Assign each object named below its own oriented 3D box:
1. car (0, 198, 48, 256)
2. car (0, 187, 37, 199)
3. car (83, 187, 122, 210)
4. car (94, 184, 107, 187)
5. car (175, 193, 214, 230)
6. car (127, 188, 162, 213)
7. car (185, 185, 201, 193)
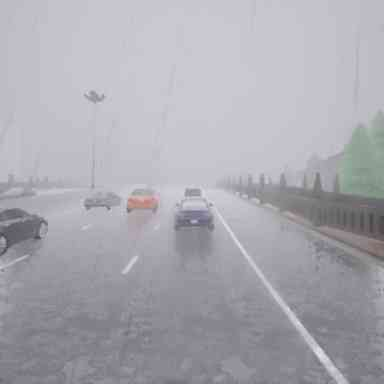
[{"bbox_3d":[-6.899,1.237,11.857,1.837,1.490,4.892,0,3,0],"label":"car"},{"bbox_3d":[-17.571,0.205,33.951,1.812,1.442,4.674,0,3,0],"label":"car"},{"bbox_3d":[-6.951,0.595,26.332,2.033,1.411,5.357,0,3,1],"label":"car"},{"bbox_3d":[-13.996,-0.500,50.467,1.895,1.301,4.718,0,3,-5],"label":"car"},{"bbox_3d":[0.101,1.025,16.920,1.812,1.442,4.674,0,3,0],"label":"car"},{"bbox_3d":[-3.398,0.488,24.469,2.097,1.767,4.553,0,3,0],"label":"car"},{"bbox_3d":[0.104,-0.128,40.176,1.882,1.535,5.008,0,3,0],"label":"car"}]
